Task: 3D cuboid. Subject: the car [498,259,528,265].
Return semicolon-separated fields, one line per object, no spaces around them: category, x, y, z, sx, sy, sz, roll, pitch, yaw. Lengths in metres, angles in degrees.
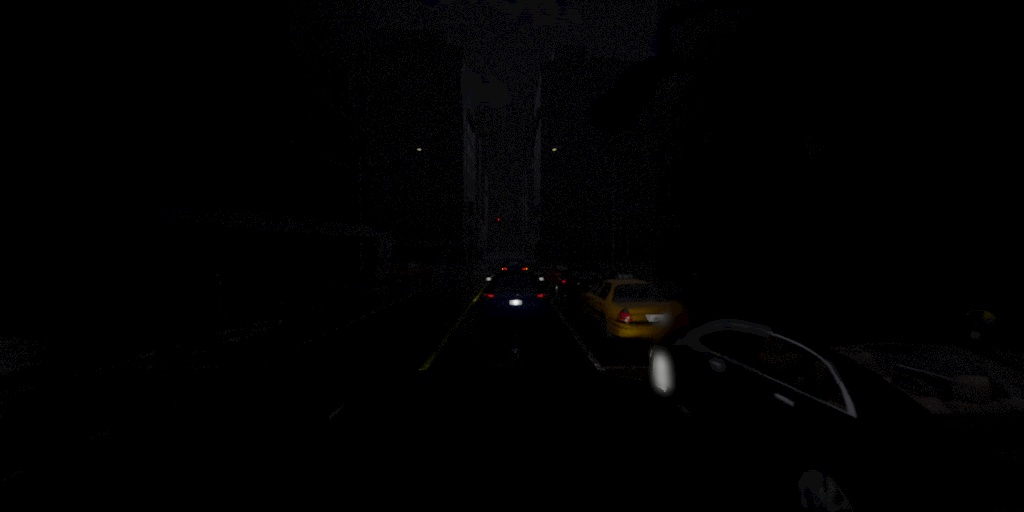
car;0.105;0.899;23.468;1.812;1.442;4.674;0;1;-2

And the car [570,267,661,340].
car;2.874;1.146;9.366;1.751;1.417;4.829;0;0;0

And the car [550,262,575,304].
car;2.875;1.089;14.781;1.948;1.339;4.313;0;0;0

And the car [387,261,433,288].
car;-5.669;0.971;20.365;1.888;1.381;4.507;0;0;0

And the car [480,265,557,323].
car;0.099;1.147;11.357;1.994;1.385;4.181;0;1;0

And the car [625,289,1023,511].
car;2.873;1.267;3.611;2.007;1.370;4.403;0;0;0
